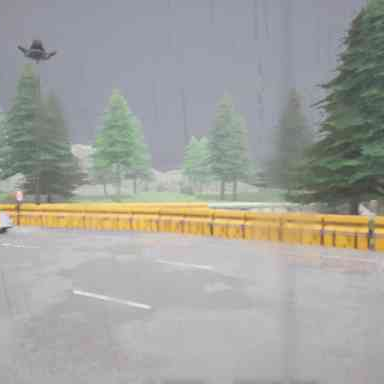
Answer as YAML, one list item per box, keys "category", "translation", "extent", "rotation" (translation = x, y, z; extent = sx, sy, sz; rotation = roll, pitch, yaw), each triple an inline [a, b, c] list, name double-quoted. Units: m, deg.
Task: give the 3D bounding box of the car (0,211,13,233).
- category: "car"
  translation: [-11.390, 1.417, 17.038]
  extent: [4.674, 1.442, 1.812]
  rotation: [0, 0, 20]
